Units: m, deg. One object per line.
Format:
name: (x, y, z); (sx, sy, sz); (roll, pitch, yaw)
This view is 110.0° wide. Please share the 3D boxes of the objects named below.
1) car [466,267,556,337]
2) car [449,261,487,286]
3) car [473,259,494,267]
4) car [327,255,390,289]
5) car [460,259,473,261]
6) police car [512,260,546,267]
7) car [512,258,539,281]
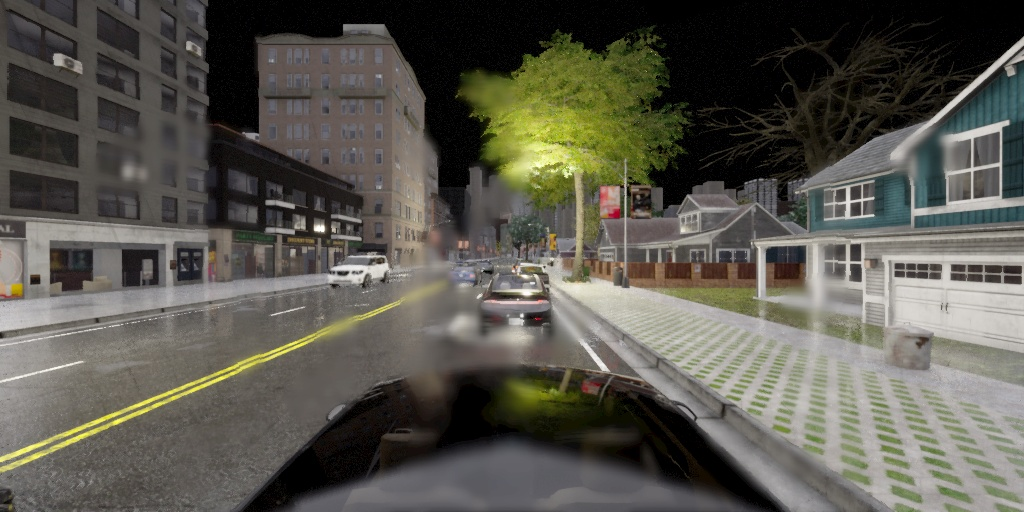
car: (0.121, 1.239, 10.270); (2.128, 1.511, 4.902); (0, 0, 0)
car: (-3.087, 1.283, 24.710); (2.033, 1.411, 5.357); (0, 0, 0)
car: (-3.050, 1.285, 40.178); (1.994, 1.385, 4.181); (0, 0, 1)
car: (-9.792, 0.958, 23.447); (2.150, 2.045, 5.566); (0, 0, 0)
car: (-6.445, 1.232, 55.433); (1.812, 1.442, 4.674); (0, 0, 0)
police car: (1.025, 1.165, 20.520); (1.930, 1.638, 5.238); (0, 0, 0)
car: (1.051, 1.081, 30.380); (2.097, 1.767, 4.553); (0, 0, 0)
